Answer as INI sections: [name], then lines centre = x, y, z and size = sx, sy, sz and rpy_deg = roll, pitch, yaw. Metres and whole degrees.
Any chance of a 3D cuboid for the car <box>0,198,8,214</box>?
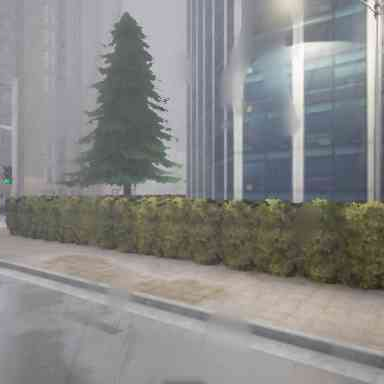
[car]
centre = -18.824, 1.352, 32.054
size = 2.097, 1.767, 4.553
rpy_deg = 0, 0, 36
